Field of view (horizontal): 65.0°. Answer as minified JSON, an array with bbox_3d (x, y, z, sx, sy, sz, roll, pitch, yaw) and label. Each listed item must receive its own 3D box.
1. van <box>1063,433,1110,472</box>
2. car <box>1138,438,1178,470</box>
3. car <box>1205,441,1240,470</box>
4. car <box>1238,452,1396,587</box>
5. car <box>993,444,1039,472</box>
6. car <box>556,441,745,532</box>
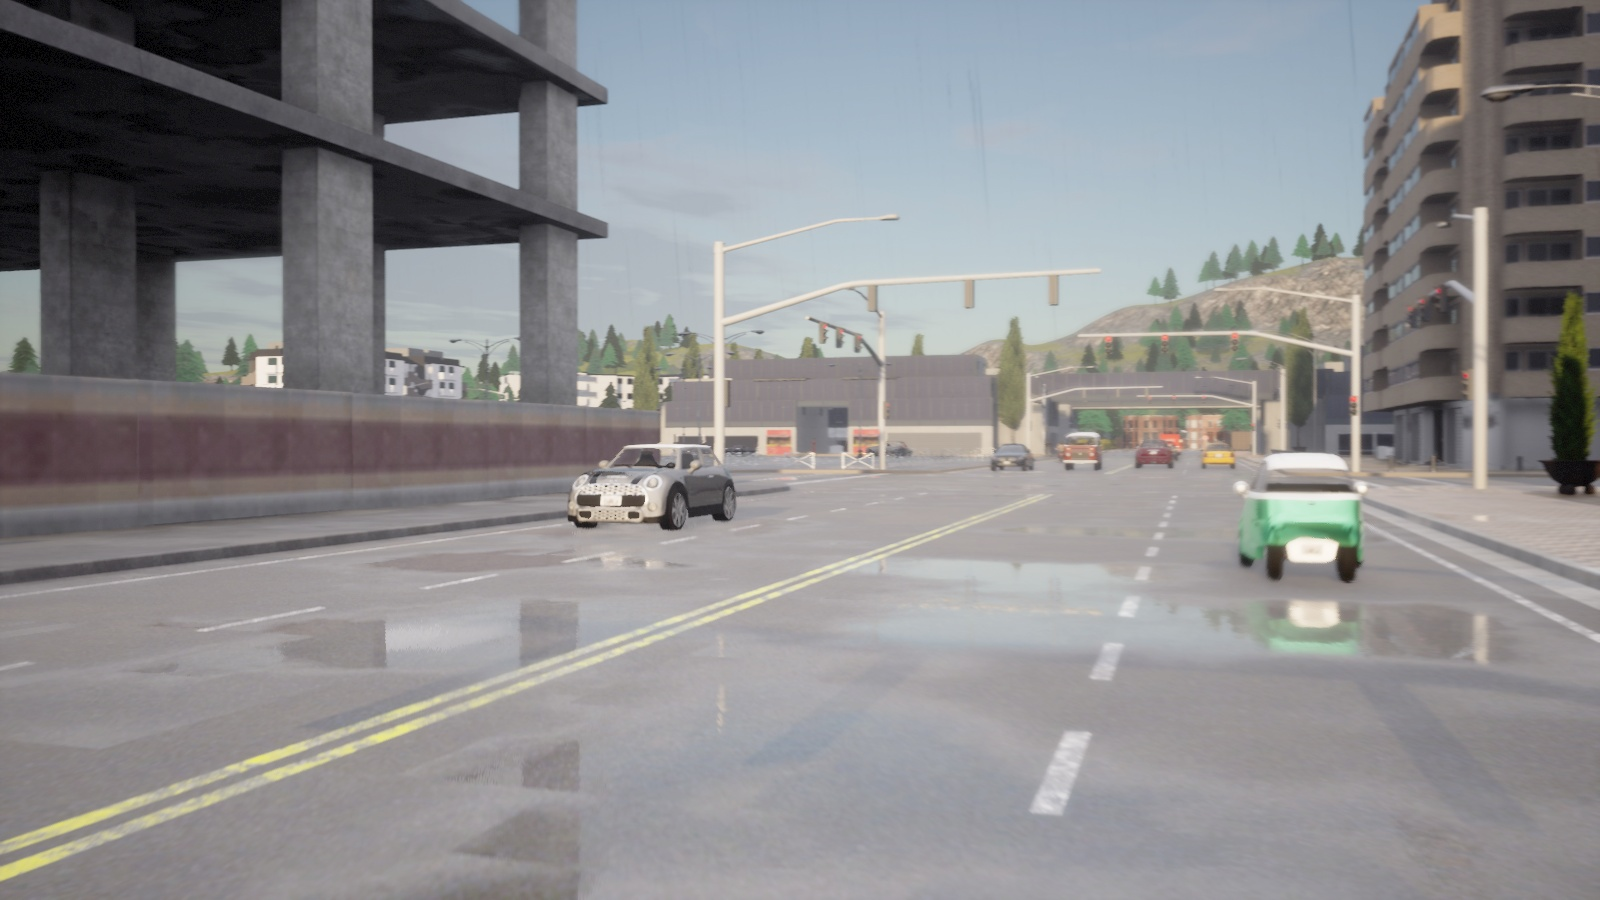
[{"bbox_3d":[15.475,0.105,67.722,2.069,2.038,4.480,0,0,18],"label":"van"},{"bbox_3d":[20.998,0.211,73.532,2.097,1.767,4.553,0,0,18],"label":"car"},{"bbox_3d":[24.101,0.303,71.741,1.801,1.575,5.366,0,0,18],"label":"car"},{"bbox_3d":[5.814,0.725,14.319,1.481,1.376,2.207,0,1,18],"label":"car"},{"bbox_3d":[11.528,0.411,66.865,1.812,1.442,4.674,0,0,18],"label":"car"},{"bbox_3d":[-2.576,0.587,22.577,1.970,1.475,3.806,0,0,18],"label":"car"}]
